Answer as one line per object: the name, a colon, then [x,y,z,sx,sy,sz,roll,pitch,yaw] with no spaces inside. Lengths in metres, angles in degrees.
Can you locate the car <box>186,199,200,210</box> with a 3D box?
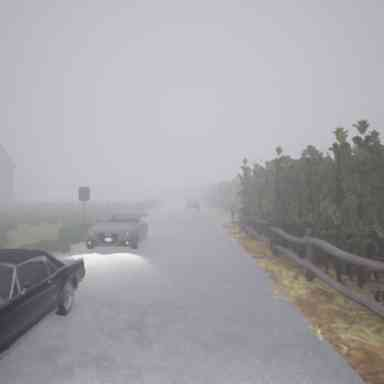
car: [0.121,1.636,44.955,2.033,1.411,5.357,0,0,0]

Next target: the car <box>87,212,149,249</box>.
car: [-3.105,1.591,14.471,1.994,1.385,4.181,0,0,1]

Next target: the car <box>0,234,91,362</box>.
car: [-3.186,1.610,4.834,1.895,1.301,4.718,0,0,0]
